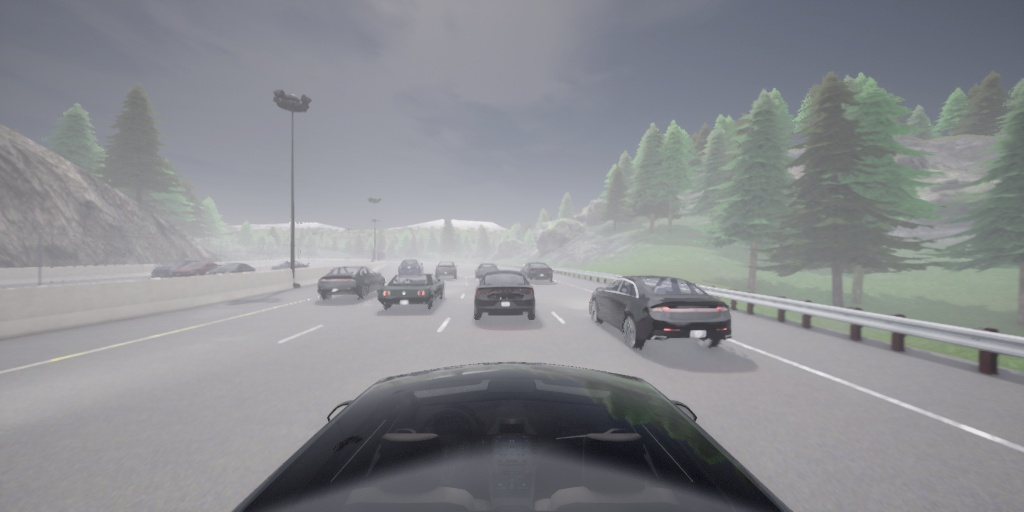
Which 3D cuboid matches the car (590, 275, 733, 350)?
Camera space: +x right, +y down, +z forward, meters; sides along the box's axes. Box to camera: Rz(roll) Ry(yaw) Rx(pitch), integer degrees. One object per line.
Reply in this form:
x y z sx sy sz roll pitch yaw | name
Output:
3.353 1.227 9.059 2.128 1.511 4.902 0 0 -2 | car

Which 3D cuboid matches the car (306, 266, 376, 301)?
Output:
-7.667 1.237 17.562 2.128 1.511 4.902 0 0 -4 | car

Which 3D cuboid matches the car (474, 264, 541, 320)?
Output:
-0.313 1.215 12.695 1.882 1.535 5.008 0 0 -3 | car

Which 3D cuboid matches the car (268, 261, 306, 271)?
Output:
-20.312 1.244 32.669 2.128 1.511 4.902 0 0 -10 | car

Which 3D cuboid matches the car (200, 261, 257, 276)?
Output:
-23.464 1.287 30.202 1.812 1.442 4.674 0 0 -9 | car

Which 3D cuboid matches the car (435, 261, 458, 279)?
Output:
-5.918 1.217 32.490 2.128 1.511 4.902 0 0 -8 | car

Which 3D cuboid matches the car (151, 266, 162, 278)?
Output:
-31.145 1.123 33.655 2.097 1.767 4.553 0 0 -10 | car

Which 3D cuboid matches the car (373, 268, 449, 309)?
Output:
-3.943 1.343 14.876 1.895 1.301 4.718 0 0 -4 | car

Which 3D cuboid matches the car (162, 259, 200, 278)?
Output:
-27.163 1.244 31.199 1.882 1.535 5.008 0 0 -9 | car

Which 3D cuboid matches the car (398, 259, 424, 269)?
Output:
-10.008 1.081 35.721 2.097 1.767 4.553 0 0 -10 | car

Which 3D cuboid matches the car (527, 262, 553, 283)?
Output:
1.816 1.194 27.753 1.882 1.535 5.008 0 0 -7 | car
